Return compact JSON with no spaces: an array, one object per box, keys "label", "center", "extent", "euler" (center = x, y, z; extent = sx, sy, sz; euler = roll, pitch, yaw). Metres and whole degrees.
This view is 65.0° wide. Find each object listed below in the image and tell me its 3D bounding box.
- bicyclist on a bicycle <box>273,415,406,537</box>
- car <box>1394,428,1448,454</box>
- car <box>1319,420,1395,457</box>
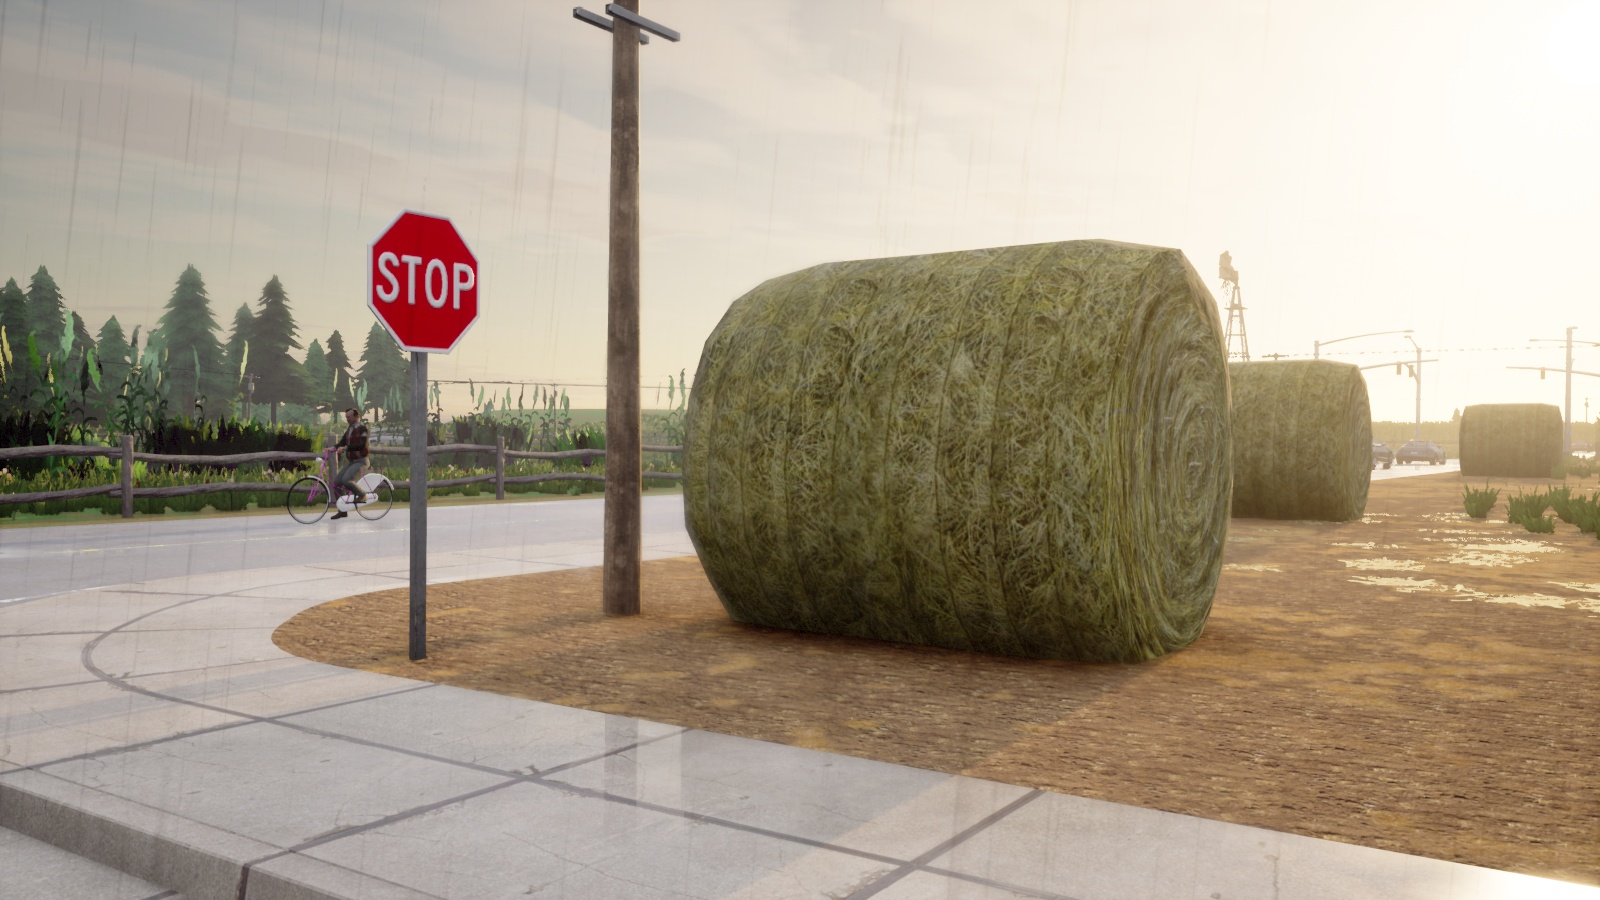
[{"label":"bicyclist on a bicycle","center":[-7.018,0.368,19.220],"extent":[0.659,1.776,1.843],"euler":[0,1,36]},{"label":"car","center":[34.361,-0.499,69.450],"extent":[1.994,1.385,4.181],"euler":[0,1,36]},{"label":"car","center":[25.584,-0.542,57.547],"extent":[2.152,1.651,5.027],"euler":[0,1,36]}]
